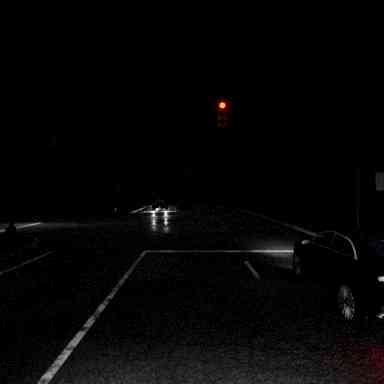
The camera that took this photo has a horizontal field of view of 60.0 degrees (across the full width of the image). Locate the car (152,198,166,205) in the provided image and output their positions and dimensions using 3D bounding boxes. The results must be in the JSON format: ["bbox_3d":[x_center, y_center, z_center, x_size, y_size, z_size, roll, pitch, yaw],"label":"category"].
[{"bbox_3d":[-8.354,2.345,83.173,1.882,1.535,5.008,0,-1,-25],"label":"car"}]

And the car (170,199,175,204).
[{"bbox_3d":[-4.727,2.441,83.565,1.895,1.301,4.718,0,-1,-22],"label":"car"}]

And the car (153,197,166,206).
[{"bbox_3d":[-6.060,1.748,61.734,2.097,1.767,4.553,0,-1,-10],"label":"car"}]

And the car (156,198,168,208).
[{"bbox_3d":[-4.751,1.720,51.922,1.812,1.442,4.674,0,-1,-6],"label":"car"}]

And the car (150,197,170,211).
[{"bbox_3d":[-4.071,1.596,42.803,1.812,1.442,4.674,0,-1,-3],"label":"car"}]

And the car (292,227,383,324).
[{"bbox_3d":[3.583,1.492,7.098,2.128,1.511,4.902,0,0,1],"label":"car"}]

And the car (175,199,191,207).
[{"bbox_3d":[-1.227,1.783,53.812,1.994,1.385,4.181,0,-1,-6],"label":"car"}]
